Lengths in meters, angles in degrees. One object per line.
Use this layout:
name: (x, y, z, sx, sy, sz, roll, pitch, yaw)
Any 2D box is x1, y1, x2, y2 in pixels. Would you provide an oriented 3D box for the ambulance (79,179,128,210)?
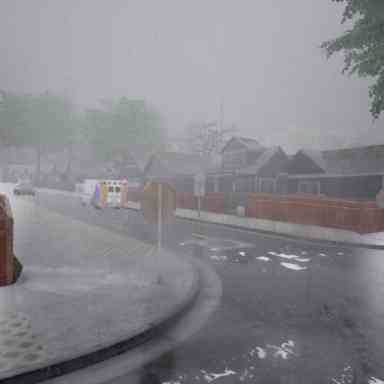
ambulance: (-7.760, 0.185, 28.407, 2.351, 2.431, 6.366, 1, 2, -35)

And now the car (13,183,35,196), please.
car: (-22.360, -0.440, 44.307, 2.097, 1.767, 4.553, 1, 2, -35)
